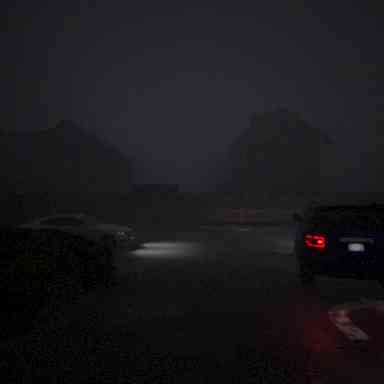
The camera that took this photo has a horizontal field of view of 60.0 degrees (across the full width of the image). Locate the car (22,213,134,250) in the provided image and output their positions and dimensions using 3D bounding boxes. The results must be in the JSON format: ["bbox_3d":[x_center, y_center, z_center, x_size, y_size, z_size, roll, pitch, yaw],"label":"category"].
[{"bbox_3d":[-4.813,1.633,13.974,4.674,1.442,1.812,0,0,3],"label":"car"}]

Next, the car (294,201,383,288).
[{"bbox_3d":[4.188,1.265,9.529,2.150,2.045,5.566,-1,0,16],"label":"car"}]
